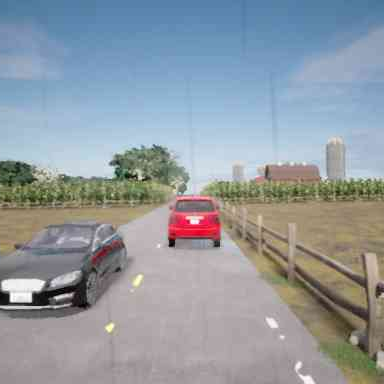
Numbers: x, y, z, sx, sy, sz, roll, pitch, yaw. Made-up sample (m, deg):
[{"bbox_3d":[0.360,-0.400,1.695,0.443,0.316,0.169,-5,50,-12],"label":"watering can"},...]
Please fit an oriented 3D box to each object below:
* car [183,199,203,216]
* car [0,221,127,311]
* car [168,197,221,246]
[{"bbox_3d":[0.107,1.491,32.848,1.837,1.490,4.892,0,0,0],"label":"car"},{"bbox_3d":[-2.850,1.495,7.990,2.128,1.511,4.902,0,0,0],"label":"car"},{"bbox_3d":[0.101,1.224,15.307,2.150,2.045,5.566,0,0,0],"label":"car"}]
